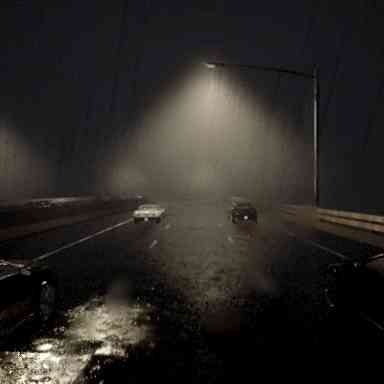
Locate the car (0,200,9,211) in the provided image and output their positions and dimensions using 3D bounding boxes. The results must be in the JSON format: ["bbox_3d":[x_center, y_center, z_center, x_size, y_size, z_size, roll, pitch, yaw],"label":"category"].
[{"bbox_3d":[-17.317,1.521,29.517,1.882,1.535,5.008,0,0,1],"label":"car"}]

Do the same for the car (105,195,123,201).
[{"bbox_3d":[-16.041,1.528,70.038,2.097,1.767,4.553,0,0,2],"label":"car"}]

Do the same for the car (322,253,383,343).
[{"bbox_3d":[3.620,1.569,5.084,1.994,1.385,4.181,0,0,0],"label":"car"}]

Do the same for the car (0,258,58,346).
[{"bbox_3d":[-3.383,1.495,4.211,2.128,1.511,4.902,0,0,0],"label":"car"}]

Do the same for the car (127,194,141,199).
[{"bbox_3d":[-12.455,1.398,72.038,2.150,2.045,5.566,0,0,2],"label":"car"}]

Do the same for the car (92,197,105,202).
[{"bbox_3d":[-19.539,1.695,70.161,1.812,1.442,4.674,0,0,2],"label":"car"}]

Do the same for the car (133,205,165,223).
[{"bbox_3d":[-3.185,1.640,25.646,1.895,1.301,4.718,0,0,1],"label":"car"}]

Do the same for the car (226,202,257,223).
[{"bbox_3d":[3.819,1.546,25.739,1.837,1.490,4.892,0,0,1],"label":"car"}]

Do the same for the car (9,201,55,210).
[{"bbox_3d":[-13.813,1.550,29.676,1.837,1.490,4.892,0,0,1],"label":"car"}]

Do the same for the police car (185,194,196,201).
[{"bbox_3d":[-0.846,1.817,94.522,2.038,1.542,4.974,0,0,3],"label":"police car"}]
